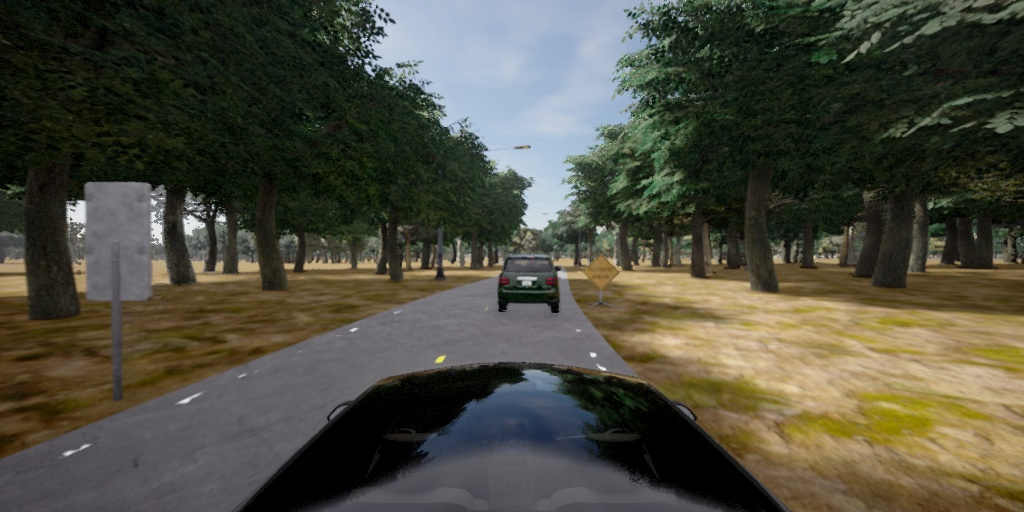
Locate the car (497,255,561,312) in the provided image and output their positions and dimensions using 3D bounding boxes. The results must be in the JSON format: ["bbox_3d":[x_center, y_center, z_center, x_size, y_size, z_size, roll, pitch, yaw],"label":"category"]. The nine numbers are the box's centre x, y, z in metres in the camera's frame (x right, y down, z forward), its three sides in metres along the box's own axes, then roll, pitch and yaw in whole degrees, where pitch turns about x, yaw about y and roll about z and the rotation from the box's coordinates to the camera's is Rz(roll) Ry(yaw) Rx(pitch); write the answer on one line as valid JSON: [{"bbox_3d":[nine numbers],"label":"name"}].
[{"bbox_3d":[0.756,0.959,14.255,2.150,2.045,5.566,0,0,6],"label":"car"}]

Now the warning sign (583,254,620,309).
[{"bbox_3d":[3.147,0.857,12.761,1.300,1.860,1.060,0,0,5],"label":"warning sign"}]
